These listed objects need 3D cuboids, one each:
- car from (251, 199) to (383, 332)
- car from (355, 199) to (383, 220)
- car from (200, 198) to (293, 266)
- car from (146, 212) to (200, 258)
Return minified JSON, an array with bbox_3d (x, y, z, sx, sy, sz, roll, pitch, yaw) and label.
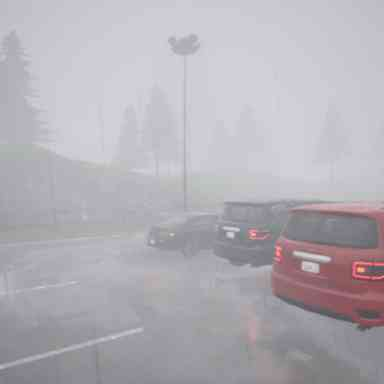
[{"bbox_3d":[3.968,1.210,6.577,5.566,2.045,2.150,0,0,-36],"label":"car"},{"bbox_3d":[16.108,1.436,28.132,4.902,1.511,2.128,0,0,-35],"label":"car"},{"bbox_3d":[3.200,1.207,10.328,5.566,2.045,2.150,0,0,-36],"label":"car"},{"bbox_3d":[0.516,1.511,12.712,4.674,1.442,1.812,0,0,-35],"label":"car"}]
